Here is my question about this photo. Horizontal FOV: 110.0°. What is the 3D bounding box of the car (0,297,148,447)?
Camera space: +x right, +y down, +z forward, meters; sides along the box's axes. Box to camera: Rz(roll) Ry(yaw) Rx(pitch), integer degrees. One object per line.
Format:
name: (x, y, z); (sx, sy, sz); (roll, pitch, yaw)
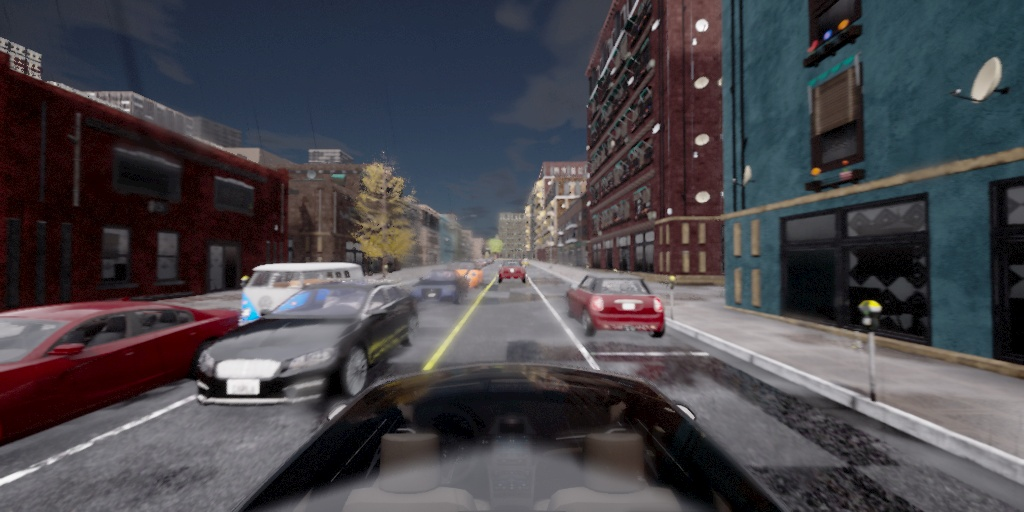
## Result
car: (-5.690, 1.295, 4.508); (1.888, 1.381, 4.507); (0, 0, 0)

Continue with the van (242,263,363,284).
van: (-5.689, 1.090, 10.196); (1.690, 1.789, 3.998); (0, 0, 0)

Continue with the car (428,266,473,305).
car: (-3.076, 1.314, 15.811); (1.994, 1.385, 4.181); (0, 0, 1)

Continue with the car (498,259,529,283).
car: (0.019, 1.102, 28.380); (2.097, 1.767, 4.553); (0, 0, 0)

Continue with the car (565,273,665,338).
car: (2.692, 1.190, 10.256); (1.967, 1.591, 4.097); (0, 0, 0)

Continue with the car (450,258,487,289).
car: (-3.000, 1.101, 22.915); (2.097, 1.767, 4.553); (0, 0, 0)

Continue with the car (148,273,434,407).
car: (-3.086, 1.242, 6.569); (2.128, 1.511, 4.902); (0, 0, 0)
